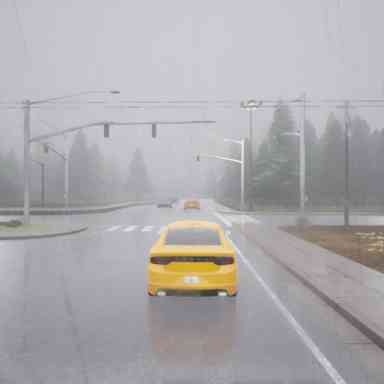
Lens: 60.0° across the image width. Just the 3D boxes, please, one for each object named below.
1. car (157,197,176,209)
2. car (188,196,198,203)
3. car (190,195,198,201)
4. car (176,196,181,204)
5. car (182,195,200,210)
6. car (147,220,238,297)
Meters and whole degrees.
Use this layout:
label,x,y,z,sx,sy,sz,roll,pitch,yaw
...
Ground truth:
label,x,y,z,sx,sy,sz,roll,pitch,yaw
car,-3.612,1.542,45.063,2.033,1.411,5.357,0,0,0
car,0.246,1.530,72.865,2.033,1.411,5.357,0,0,2
car,0.637,1.434,83.258,1.837,1.490,4.892,0,0,2
car,-3.522,1.595,62.038,1.895,1.301,4.718,0,0,1
car,-0.012,1.474,42.304,1.882,1.535,5.008,0,0,0
car,0.043,1.473,8.642,1.882,1.535,5.008,0,0,1
